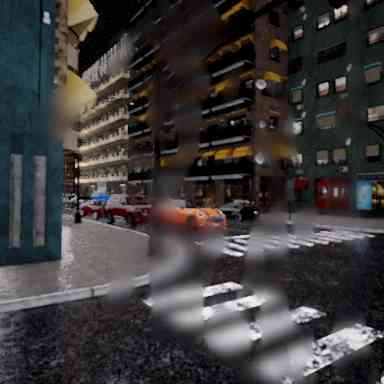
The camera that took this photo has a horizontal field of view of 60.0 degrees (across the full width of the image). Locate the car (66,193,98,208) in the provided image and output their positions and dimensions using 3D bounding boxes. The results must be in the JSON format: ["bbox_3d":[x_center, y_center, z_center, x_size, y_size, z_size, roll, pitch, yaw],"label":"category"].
[{"bbox_3d":[-11.518,1.083,35.486,1.812,1.442,4.674,1,0,-36],"label":"car"}]

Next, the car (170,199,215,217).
[{"bbox_3d":[-0.014,1.389,29.468,1.802,1.307,4.206,2,0,-36],"label":"car"}]

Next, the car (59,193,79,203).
[{"bbox_3d":[-18.978,0.918,51.227,1.994,1.385,4.181,1,0,-35],"label":"car"}]

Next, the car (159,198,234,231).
[{"bbox_3d":[-0.041,1.193,19.658,2.097,1.767,4.553,1,0,-37],"label":"car"}]

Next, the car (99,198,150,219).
[{"bbox_3d":[-5.638,1.250,27.349,2.033,1.411,5.357,1,0,-36],"label":"car"}]

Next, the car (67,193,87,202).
[{"bbox_3d":[-19.605,0.868,56.546,1.887,1.381,4.507,2,0,-36],"label":"car"}]

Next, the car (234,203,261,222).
[{"bbox_3d":[3.251,1.454,24.955,1.947,1.339,4.313,2,0,-36],"label":"car"}]

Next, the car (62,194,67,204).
[{"bbox_3d":[-17.493,0.935,43.809,1.812,1.442,4.674,1,0,-36],"label":"car"}]

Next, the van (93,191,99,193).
[{"bbox_3d":[-13.069,0.825,47.522,1.690,1.788,3.998,2,0,-36],"label":"van"}]

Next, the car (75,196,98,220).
[{"bbox_3d":[-6.825,1.233,24.588,1.887,1.381,4.507,2,0,-36],"label":"car"}]

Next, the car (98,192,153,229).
[{"bbox_3d":[-3.551,1.085,20.076,2.192,1.841,5.009,2,0,-36],"label":"car"}]
